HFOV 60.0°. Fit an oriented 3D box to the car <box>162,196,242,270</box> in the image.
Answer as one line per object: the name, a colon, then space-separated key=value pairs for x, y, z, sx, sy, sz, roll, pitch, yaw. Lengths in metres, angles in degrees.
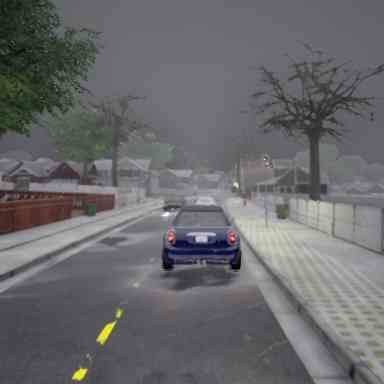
car: x=0.313 y=1.180 z=10.536 sx=2.097 sy=1.767 sz=4.553 roll=0 pitch=1 yaw=2

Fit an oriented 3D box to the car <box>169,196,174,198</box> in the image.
car: x=-1.483 y=1.065 z=31.358 sx=2.033 sy=1.411 sz=5.357 roll=0 pitch=1 yaw=5

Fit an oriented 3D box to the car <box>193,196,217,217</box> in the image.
car: x=1.127 y=1.108 z=26.839 sx=1.812 sy=1.442 sz=4.674 roll=0 pitch=1 yaw=4
